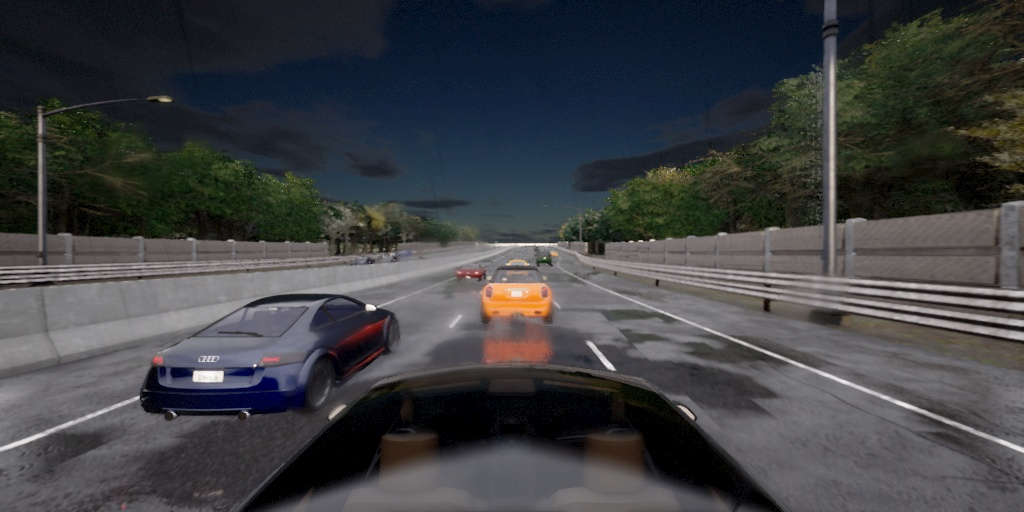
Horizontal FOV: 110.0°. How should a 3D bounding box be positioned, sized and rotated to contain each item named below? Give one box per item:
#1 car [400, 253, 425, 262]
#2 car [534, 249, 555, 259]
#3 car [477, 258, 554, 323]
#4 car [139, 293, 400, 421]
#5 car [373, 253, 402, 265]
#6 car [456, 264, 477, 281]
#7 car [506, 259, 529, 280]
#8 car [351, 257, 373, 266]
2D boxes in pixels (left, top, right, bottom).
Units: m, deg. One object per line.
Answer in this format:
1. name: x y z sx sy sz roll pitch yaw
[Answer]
1. car: -13.109 0.768 48.509 1.837 1.490 4.892 0 1 3
2. car: 4.633 0.351 52.360 2.150 2.045 5.566 0 2 3
3. car: 0.169 1.082 12.185 2.097 1.767 4.553 0 0 1
4. car: -3.376 1.308 6.002 1.994 1.385 4.181 0 0 0
5. car: -16.604 0.767 48.685 1.837 1.490 4.892 0 1 3
6. car: -3.076 1.240 28.086 1.895 1.301 4.718 0 1 1
7. car: 0.501 1.080 31.084 1.882 1.535 5.008 0 1 1
8. car: -20.101 0.826 48.750 1.994 1.385 4.181 0 1 3
